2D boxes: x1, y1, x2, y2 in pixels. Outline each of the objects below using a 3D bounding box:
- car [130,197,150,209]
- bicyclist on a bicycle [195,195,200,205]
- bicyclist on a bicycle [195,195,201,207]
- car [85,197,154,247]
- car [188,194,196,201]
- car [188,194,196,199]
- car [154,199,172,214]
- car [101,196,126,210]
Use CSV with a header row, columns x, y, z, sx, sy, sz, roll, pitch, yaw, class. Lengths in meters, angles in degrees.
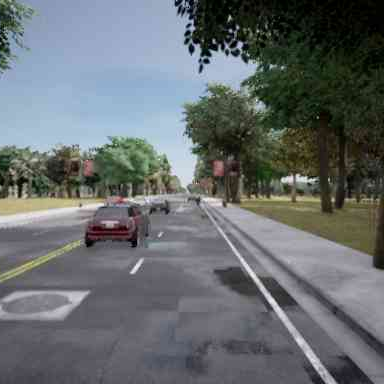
x,y,z,sx,sy,sz,roll,pitch,yaw,class
-6.600,1.382,42.545,1.812,1.442,4.674,0,0,0,car
0.872,1.257,52.998,0.866,1.612,1.509,0,0,0,bicyclist on a bicycle
0.882,1.312,41.823,0.582,1.620,1.656,0,0,0,bicyclist on a bicycle
-3.156,1.298,14.912,2.097,1.767,4.553,0,0,0,car
-0.022,1.288,72.868,2.033,1.411,5.357,0,0,0,car
-0.026,1.153,83.677,1.895,1.301,4.718,0,0,0,car
-3.161,1.412,33.623,1.812,1.442,4.674,0,0,0,car
-9.850,1.335,42.085,1.882,1.535,5.008,0,0,0,car
